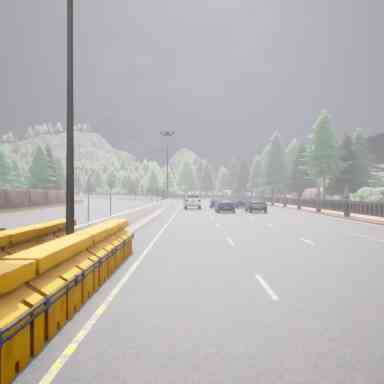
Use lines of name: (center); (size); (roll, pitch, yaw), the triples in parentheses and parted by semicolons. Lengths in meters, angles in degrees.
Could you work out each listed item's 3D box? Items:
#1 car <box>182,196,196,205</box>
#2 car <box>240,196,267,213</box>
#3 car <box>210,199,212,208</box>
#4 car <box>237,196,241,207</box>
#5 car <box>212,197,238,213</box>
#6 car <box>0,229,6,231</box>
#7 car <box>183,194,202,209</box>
car: (-0.521, 1.491, 58.734); (2.128, 1.511, 4.902); (0, 0, -5)
car: (7.078, 1.492, 37.043); (2.128, 1.511, 4.902); (0, 0, 0)
car: (3.530, 1.478, 47.477); (1.882, 1.535, 5.008); (0, 0, 0)
car: (7.021, 1.352, 46.943); (2.097, 1.767, 4.553); (0, 0, 0)
car: (3.610, 1.478, 37.004); (1.882, 1.535, 5.008); (0, 0, 0)
car: (-7.079, 1.547, 8.992); (2.033, 1.411, 5.357); (0, 0, 0)
car: (0.103, 1.221, 44.315); (2.150, 2.045, 5.566); (0, 0, 0)
